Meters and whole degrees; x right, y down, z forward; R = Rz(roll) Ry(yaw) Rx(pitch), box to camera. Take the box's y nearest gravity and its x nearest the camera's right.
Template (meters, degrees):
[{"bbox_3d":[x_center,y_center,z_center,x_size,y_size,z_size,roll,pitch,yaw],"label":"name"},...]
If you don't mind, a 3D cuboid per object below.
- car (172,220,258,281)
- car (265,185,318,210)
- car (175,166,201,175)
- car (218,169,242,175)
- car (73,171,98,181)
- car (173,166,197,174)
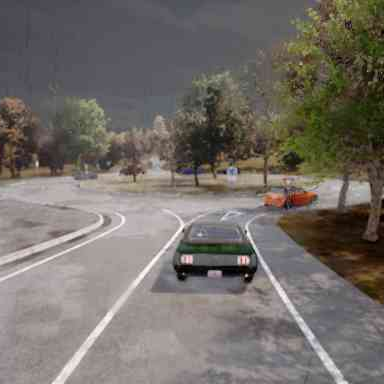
[{"bbox_3d":[0.635,1.453,9.418,1.895,1.301,4.718,0,1,4],"label":"car"},{"bbox_3d":[7.824,0.249,26.019,4.553,1.767,2.097,-6,9,-36],"label":"car"},{"bbox_3d":[-0.680,-4.025,64.421,5.008,1.535,1.882,0,6,-4],"label":"car"},{"bbox_3d":[7.605,-4.151,66.616,4.718,1.301,1.895,2,7,19],"label":"car"},{"bbox_3d":[-16.473,-2.503,51.684,1.994,1.385,4.181,2,7,19],"label":"car"},{"bbox_3d":[-1.499,-4.755,71.449,4.902,1.511,2.128,5,8,40],"label":"car"}]
